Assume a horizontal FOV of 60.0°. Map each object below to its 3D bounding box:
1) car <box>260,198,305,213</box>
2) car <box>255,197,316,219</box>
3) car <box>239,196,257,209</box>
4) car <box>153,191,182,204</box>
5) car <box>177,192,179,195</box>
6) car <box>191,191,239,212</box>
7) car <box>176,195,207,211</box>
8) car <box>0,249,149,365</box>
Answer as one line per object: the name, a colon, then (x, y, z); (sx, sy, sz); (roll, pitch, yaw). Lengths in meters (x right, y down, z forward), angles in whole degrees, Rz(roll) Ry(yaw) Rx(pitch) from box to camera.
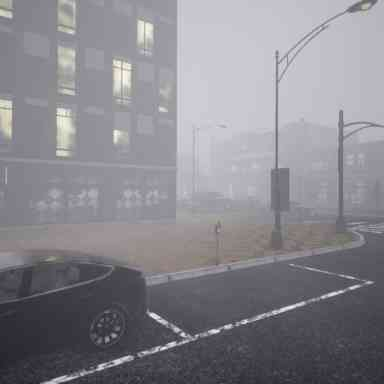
car: (9.263, 1.340, 34.237); (1.802, 1.307, 4.206); (1, 0, -36)
car: (7.610, 1.318, 26.705); (1.812, 1.442, 4.674); (0, 1, -36)
car: (5.976, 1.129, 38.704); (1.967, 1.590, 4.097); (1, 0, -36)
car: (-3.886, 0.793, 52.100); (2.192, 1.841, 5.009); (1, 0, -36)
car: (-0.603, 1.100, 47.635); (2.008, 1.369, 4.403); (1, 0, -36)
car: (1.854, 0.893, 34.525); (2.150, 2.045, 5.566); (0, 1, -36)
car: (-0.775, 1.230, 33.734); (1.802, 1.307, 4.206); (1, 0, -36)
car: (-2.690, 1.566, 4.635); (4.313, 1.339, 1.947); (0, 0, -36)
